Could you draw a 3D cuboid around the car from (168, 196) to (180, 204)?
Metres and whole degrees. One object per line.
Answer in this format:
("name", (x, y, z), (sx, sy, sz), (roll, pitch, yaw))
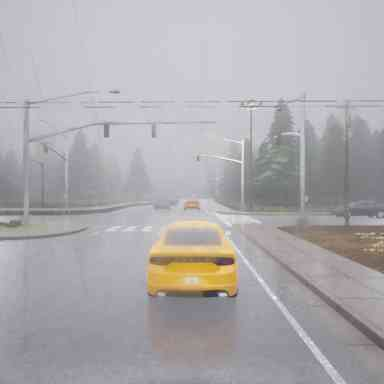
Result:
("car", (-3.454, 1.547, 65.314), (2.033, 1.411, 5.357), (0, 0, 1))

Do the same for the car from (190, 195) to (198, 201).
("car", (0.641, 1.442, 83.215), (1.837, 1.490, 4.892), (0, 0, 2))

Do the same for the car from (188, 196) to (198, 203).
("car", (0.250, 1.537, 72.823), (2.033, 1.411, 5.357), (0, 0, 2))

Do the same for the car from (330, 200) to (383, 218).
("car", (14.890, 1.531, 29.587), (4.892, 1.490, 1.837), (0, 0, 1))

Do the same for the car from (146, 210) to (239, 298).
("car", (0.043, 1.474, 8.599), (1.882, 1.535, 5.008), (0, 0, 1))

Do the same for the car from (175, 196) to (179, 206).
("car", (-3.596, 1.601, 53.307), (1.895, 1.301, 4.718), (0, 0, 0))

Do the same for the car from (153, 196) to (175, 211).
("car", (-3.611, 1.548, 41.308), (2.033, 1.411, 5.357), (0, 0, 0))

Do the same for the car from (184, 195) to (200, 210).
("car", (-0.011, 1.478, 42.262), (1.882, 1.535, 5.008), (0, 0, 0))
